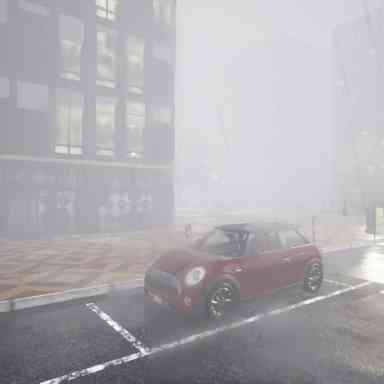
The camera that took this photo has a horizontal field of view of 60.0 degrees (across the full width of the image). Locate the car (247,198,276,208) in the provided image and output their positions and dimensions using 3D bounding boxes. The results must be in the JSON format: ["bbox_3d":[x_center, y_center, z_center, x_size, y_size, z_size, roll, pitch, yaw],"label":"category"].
[{"bbox_3d":[11.202,1.800,51.527,1.887,1.381,4.507,1,-1,-35],"label":"car"}]

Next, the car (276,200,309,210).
[{"bbox_3d":[14.483,1.806,46.901,1.802,1.307,4.206,1,-1,-35],"label":"car"}]

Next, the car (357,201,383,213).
[{"bbox_3d":[21.047,1.730,37.653,1.947,1.339,4.313,1,-1,-35],"label":"car"}]

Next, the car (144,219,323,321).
[{"bbox_3d":[0.990,1.442,7.261,4.097,1.590,1.967,0,1,-36],"label":"car"}]

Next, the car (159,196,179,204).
[{"bbox_3d":[-5.205,1.724,74.652,2.192,1.841,5.009,1,-1,-35],"label":"car"}]

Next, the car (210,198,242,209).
[{"bbox_3d":[4.365,1.678,46.682,2.008,1.369,4.403,1,-1,-35],"label":"car"}]

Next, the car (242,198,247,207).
[{"bbox_3d":[7.921,1.726,56.152,1.967,1.590,4.097,1,-1,-35],"label":"car"}]

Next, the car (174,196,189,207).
[{"bbox_3d":[-2.199,1.733,55.931,1.887,1.381,4.507,1,-1,-35],"label":"car"}]
